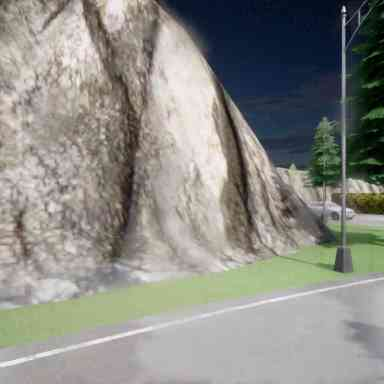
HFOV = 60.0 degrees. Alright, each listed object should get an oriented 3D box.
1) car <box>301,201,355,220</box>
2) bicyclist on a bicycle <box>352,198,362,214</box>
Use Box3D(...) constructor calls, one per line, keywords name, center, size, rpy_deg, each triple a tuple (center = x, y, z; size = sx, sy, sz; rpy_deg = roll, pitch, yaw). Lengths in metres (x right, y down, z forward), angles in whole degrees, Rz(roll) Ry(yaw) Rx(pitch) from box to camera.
Box3D(name="car", center=(11.332, 1.526, 27.991), size=(1.812, 1.442, 4.674), rpy_deg=(0, 0, -28))
Box3D(name="bicyclist on a bicycle", center=(16.507, 1.453, 33.370), size=(1.656, 1.620, 0.582), rpy_deg=(0, 0, -28))
